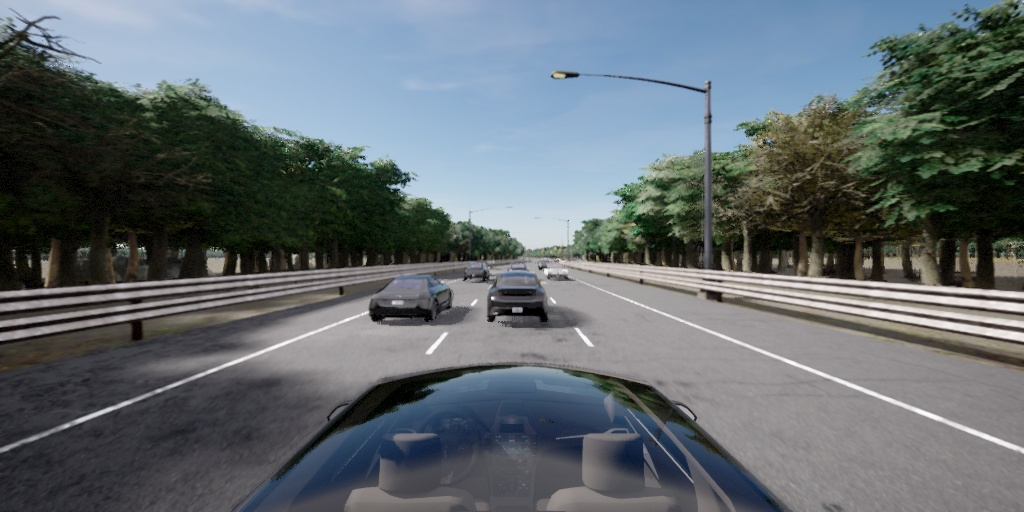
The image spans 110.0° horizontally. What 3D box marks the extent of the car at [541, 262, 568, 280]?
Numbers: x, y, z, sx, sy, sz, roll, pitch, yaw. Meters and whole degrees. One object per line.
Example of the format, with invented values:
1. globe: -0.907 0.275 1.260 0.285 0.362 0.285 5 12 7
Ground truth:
1. car: 4.034 1.473 33.353 1.895 1.301 4.718 0 0 2

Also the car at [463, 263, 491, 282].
1. car: -2.943 1.345 30.685 2.128 1.511 4.902 0 0 2

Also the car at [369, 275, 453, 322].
1. car: -3.319 1.340 12.500 1.994 1.385 4.181 0 0 1

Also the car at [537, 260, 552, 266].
1. car: 5.102 1.655 57.204 1.895 1.301 4.718 0 -1 3

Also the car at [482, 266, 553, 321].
1. car: 0.181 1.283 12.530 1.837 1.490 4.892 0 0 1

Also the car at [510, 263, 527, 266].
1. car: 0.560 1.347 30.748 2.128 1.511 4.902 0 0 2
